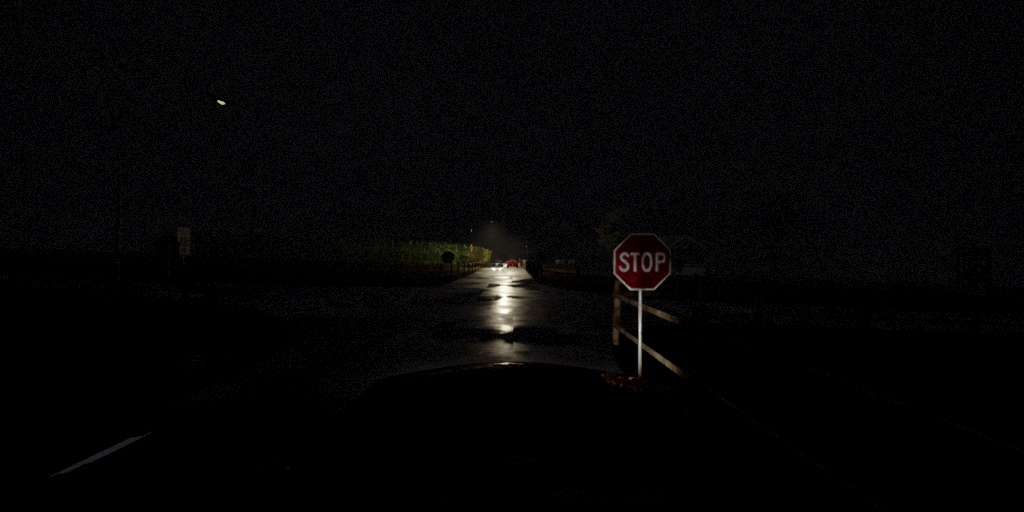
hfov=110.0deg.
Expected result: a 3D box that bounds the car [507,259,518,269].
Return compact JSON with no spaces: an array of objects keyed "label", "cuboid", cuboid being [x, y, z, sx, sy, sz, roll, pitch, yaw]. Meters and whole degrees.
[{"label":"car","cuboid":[0.080,1.327,61.447,1.882,1.535,5.008,0,0,0]}]
